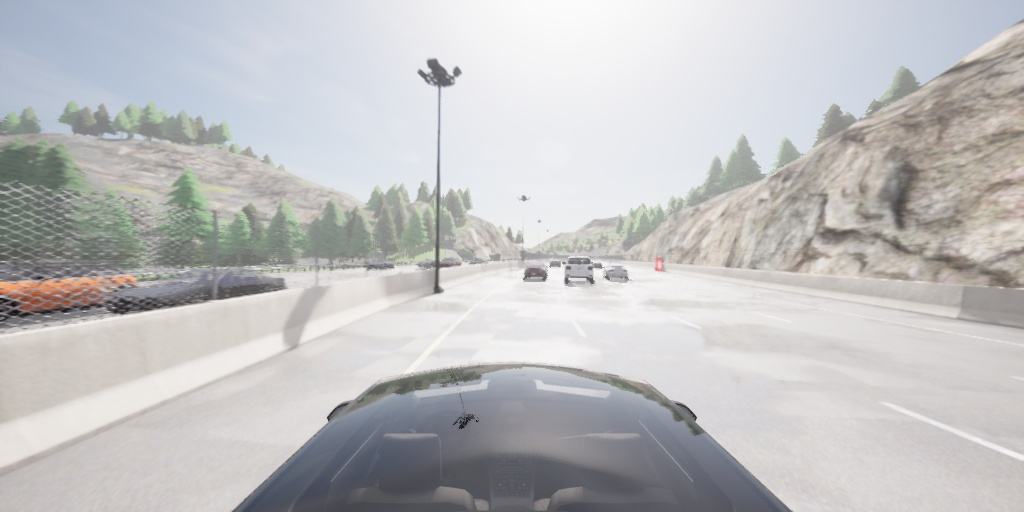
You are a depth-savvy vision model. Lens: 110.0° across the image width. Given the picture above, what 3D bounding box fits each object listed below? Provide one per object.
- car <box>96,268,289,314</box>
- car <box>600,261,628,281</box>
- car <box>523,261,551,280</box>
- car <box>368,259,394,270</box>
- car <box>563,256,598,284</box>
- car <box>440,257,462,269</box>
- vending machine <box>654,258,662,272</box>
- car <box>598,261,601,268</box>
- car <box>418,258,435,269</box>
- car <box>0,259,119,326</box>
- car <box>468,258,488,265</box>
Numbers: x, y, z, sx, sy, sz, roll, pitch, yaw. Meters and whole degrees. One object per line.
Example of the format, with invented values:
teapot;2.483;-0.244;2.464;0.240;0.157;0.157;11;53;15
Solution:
car;-10.322;1.160;12.580;2.033;1.411;5.357;1;0;3
car;9.362;1.393;32.481;1.812;1.442;4.674;0;0;9
car;2.152;1.299;31.376;1.812;1.442;4.674;0;0;9
car;-16.856;1.085;45.956;1.994;1.385;4.181;1;0;10
car;5.231;1.036;28.400;2.150;2.045;5.566;0;0;8
car;-8.823;0.978;51.533;2.097;1.767;4.553;1;0;10
vending machine;21.155;1.214;51.871;1.100;2.100;0.880;0;0;9
car;14.592;1.479;62.517;2.033;1.411;5.357;1;0;9
car;-12.181;1.074;52.697;2.128;1.511;4.902;1;0;10
car;-13.883;0.919;10.352;2.097;1.767;4.553;1;0;2
car;-5.025;1.028;53.113;2.097;1.767;4.553;1;0;10
